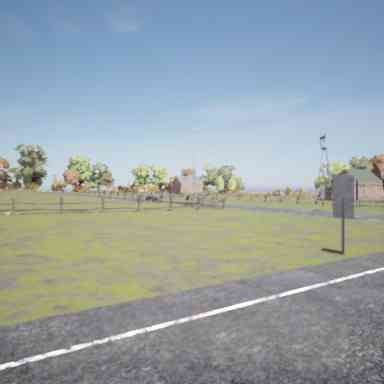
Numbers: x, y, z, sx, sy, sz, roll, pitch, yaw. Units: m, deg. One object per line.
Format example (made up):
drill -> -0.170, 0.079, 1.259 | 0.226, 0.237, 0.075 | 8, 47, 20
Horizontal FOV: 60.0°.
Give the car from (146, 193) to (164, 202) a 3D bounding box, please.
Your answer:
car -> -6.954, 0.981, 61.718 | 1.812, 1.442, 4.674 | 0, 1, -35
